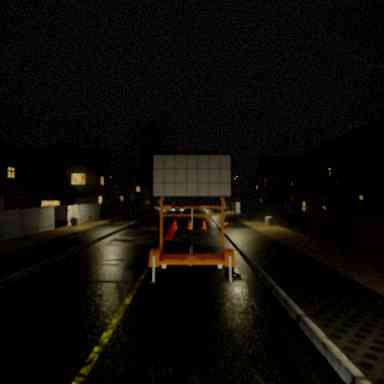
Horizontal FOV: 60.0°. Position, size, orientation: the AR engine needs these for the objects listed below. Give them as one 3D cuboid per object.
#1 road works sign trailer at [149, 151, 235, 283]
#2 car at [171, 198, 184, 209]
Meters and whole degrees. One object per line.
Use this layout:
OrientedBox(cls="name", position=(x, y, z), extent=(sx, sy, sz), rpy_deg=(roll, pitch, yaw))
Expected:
OrientedBox(cls="road works sign trailer", position=(0.003, 0.575, 9.997), extent=(2.380, 3.560, 2.880), rpy_deg=(0, -1, 0))
OrientedBox(cls="car", position=(-2.729, 2.173, 64.309), extent=(2.150, 2.045, 5.566), rpy_deg=(0, -1, 0))
